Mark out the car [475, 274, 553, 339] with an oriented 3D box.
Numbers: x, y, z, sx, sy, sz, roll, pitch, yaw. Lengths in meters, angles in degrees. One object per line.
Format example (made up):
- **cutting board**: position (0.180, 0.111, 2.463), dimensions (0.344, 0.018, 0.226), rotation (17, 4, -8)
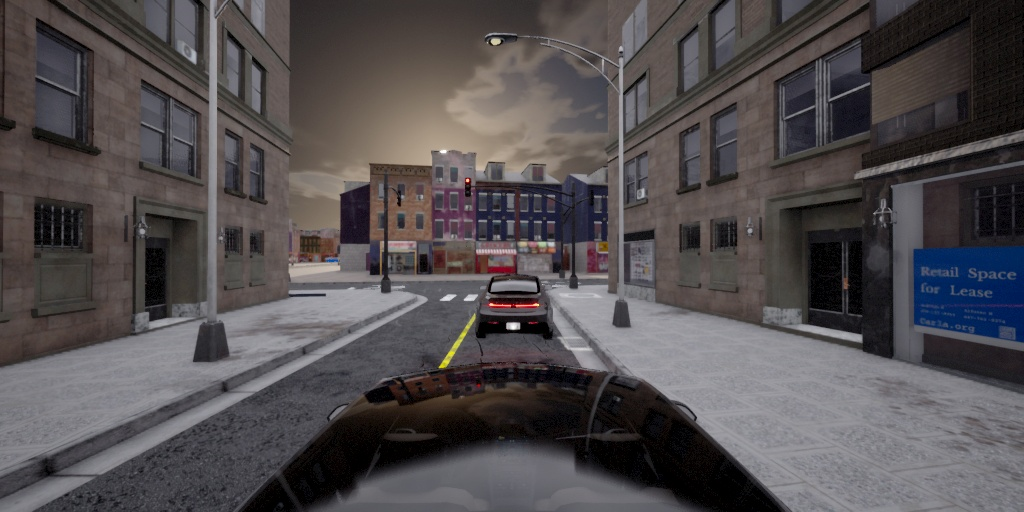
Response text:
- **car**: position (0.098, 1.255, 10.110), dimensions (1.837, 1.490, 4.892), rotation (0, 0, 2)
